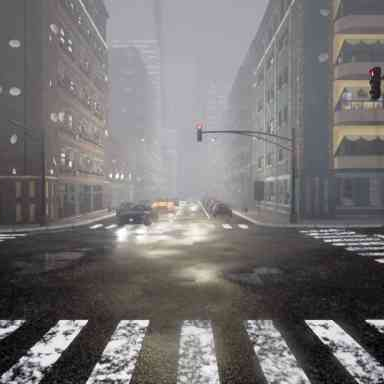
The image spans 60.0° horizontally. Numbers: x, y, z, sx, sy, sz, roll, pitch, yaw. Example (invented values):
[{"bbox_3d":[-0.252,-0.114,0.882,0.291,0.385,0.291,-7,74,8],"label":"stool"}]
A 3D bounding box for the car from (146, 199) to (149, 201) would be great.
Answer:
[{"bbox_3d":[-5.673,1.572,41.413,1.947,1.339,4.313,0,0,0],"label":"car"}]

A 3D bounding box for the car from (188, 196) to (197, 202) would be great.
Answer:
[{"bbox_3d":[0.040,1.450,69.842,1.895,1.301,4.718,0,0,0],"label":"car"}]

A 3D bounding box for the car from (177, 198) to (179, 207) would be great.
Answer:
[{"bbox_3d":[-3.013,1.560,53.371,2.033,1.411,5.357,0,0,1],"label":"car"}]

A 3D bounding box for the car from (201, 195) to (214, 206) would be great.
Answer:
[{"bbox_3d":[2.711,1.553,46.919,1.887,1.381,4.507,0,0,0],"label":"car"}]

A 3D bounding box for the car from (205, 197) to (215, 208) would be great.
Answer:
[{"bbox_3d":[2.705,1.570,35.873,1.947,1.339,4.313,0,0,0],"label":"car"}]

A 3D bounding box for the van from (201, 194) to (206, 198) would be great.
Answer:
[{"bbox_3d":[2.712,1.353,52.443,1.690,1.788,3.998,0,0,0],"label":"van"}]

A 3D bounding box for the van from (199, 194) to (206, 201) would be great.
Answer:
[{"bbox_3d":[2.730,1.377,85.584,1.690,1.788,3.998,-1,0,0],"label":"van"}]

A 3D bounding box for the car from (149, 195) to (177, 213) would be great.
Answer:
[{"bbox_3d":[-3.071,1.355,36.429,2.097,1.767,4.553,0,0,0],"label":"car"}]

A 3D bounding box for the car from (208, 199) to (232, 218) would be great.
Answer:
[{"bbox_3d":[2.702,1.584,30.349,1.802,1.307,4.206,0,0,0],"label":"car"}]

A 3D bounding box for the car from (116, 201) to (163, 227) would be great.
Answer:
[{"bbox_3d":[-3.576,1.564,22.710,1.994,1.385,4.181,0,0,7],"label":"car"}]

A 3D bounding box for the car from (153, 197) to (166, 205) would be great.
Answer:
[{"bbox_3d":[-5.664,1.560,57.984,1.887,1.381,4.507,0,0,0],"label":"car"}]

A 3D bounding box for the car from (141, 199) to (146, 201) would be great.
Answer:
[{"bbox_3d":[-5.679,1.568,30.366,1.947,1.339,4.313,0,0,0],"label":"car"}]

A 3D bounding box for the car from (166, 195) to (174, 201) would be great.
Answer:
[{"bbox_3d":[-5.649,1.561,85.431,1.752,1.417,4.829,0,0,0],"label":"car"}]

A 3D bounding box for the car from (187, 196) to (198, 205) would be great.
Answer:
[{"bbox_3d":[0.034,1.542,59.806,1.812,1.442,4.674,0,0,0],"label":"car"}]

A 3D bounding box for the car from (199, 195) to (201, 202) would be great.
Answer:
[{"bbox_3d":[2.717,1.581,57.967,1.947,1.339,4.313,0,0,0],"label":"car"}]

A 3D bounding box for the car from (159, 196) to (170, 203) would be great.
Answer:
[{"bbox_3d":[-5.657,1.604,69.030,1.802,1.307,4.206,0,0,0],"label":"car"}]
